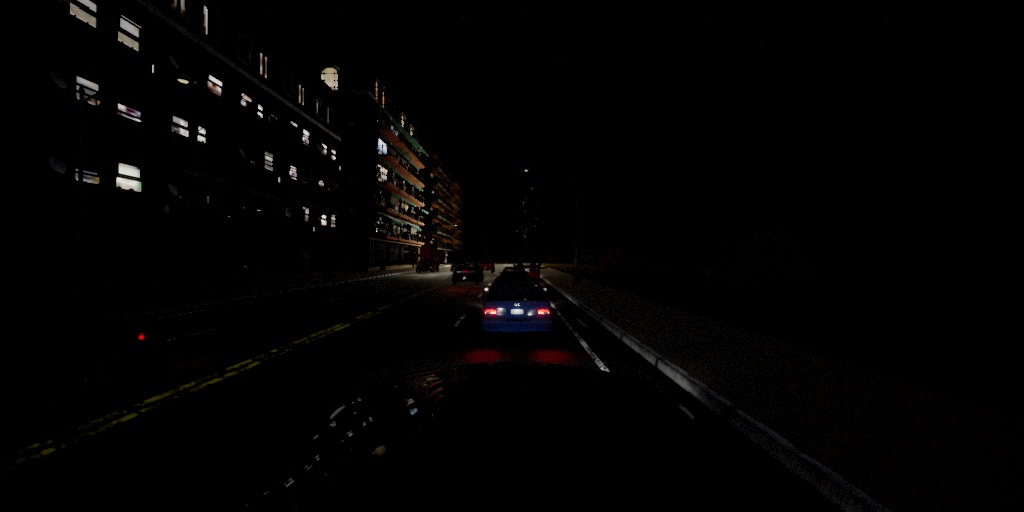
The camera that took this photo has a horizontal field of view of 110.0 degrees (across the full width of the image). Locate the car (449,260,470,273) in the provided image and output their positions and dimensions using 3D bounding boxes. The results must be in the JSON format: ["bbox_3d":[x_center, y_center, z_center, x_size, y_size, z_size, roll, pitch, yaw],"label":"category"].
[{"bbox_3d":[-6.543,1.258,45.051,1.837,1.490,4.892,0,0,0],"label":"car"}]

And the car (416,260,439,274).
[{"bbox_3d":[-9.799,1.231,41.942,1.882,1.535,5.008,0,0,0],"label":"car"}]

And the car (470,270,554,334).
[{"bbox_3d":[0.112,1.299,10.570,2.033,1.411,5.357,0,0,0],"label":"car"}]

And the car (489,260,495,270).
[{"bbox_3d":[-3.095,1.231,43.757,1.882,1.535,5.008,0,-1,0],"label":"car"}]

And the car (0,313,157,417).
[{"bbox_3d":[-6.600,1.298,3.264,2.033,1.411,5.357,0,0,0],"label":"car"}]

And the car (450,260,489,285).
[{"bbox_3d":[-3.119,1.245,26.064,2.128,1.511,4.902,0,0,0],"label":"car"}]

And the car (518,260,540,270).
[{"bbox_3d":[1.173,1.104,29.839,2.097,1.767,4.553,0,0,0],"label":"car"}]

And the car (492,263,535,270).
[{"bbox_3d":[0.118,1.317,20.904,1.994,1.385,4.181,0,0,1],"label":"car"}]
